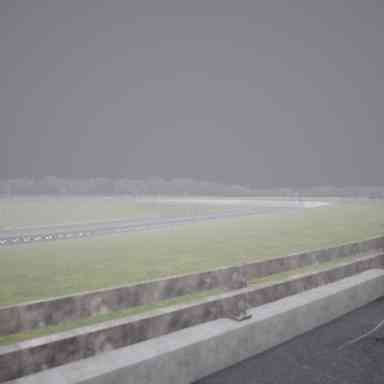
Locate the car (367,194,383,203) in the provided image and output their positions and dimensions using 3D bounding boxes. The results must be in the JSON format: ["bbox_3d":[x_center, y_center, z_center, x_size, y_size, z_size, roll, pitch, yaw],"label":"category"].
[{"bbox_3d":[42.988,1.568,77.418,2.150,2.045,5.566,0,-1,3],"label":"car"}]
